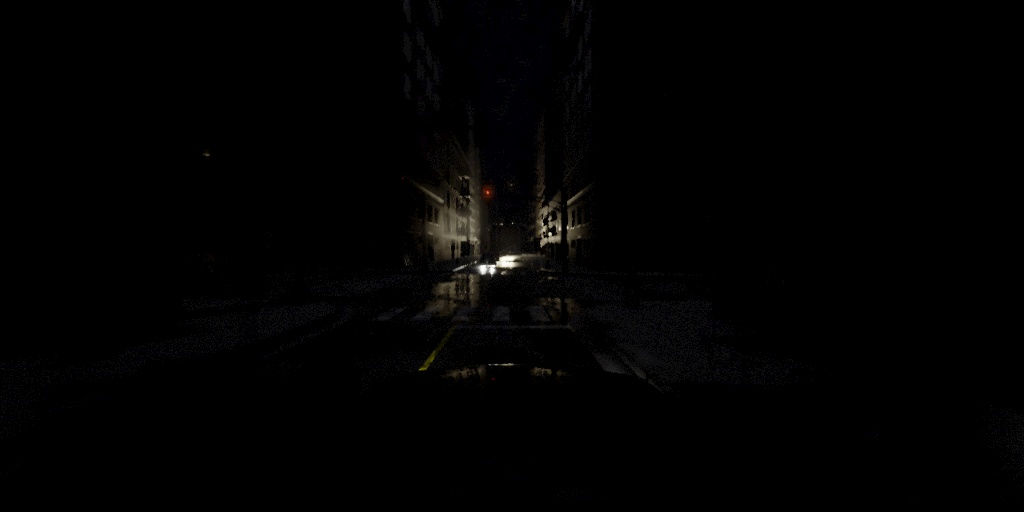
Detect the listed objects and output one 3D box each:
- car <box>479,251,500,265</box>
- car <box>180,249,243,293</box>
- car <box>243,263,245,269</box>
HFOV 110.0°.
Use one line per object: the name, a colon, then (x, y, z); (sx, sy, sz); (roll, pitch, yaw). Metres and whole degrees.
car: (-2.812, 0.288, 42.707); (2.128, 1.511, 4.902); (0, 2, 0)
car: (-14.900, 0.548, 15.294); (5.009, 1.841, 2.192); (0, 0, 0)
car: (-20.568, 0.422, 23.795); (4.829, 1.417, 1.751); (0, 0, 0)
